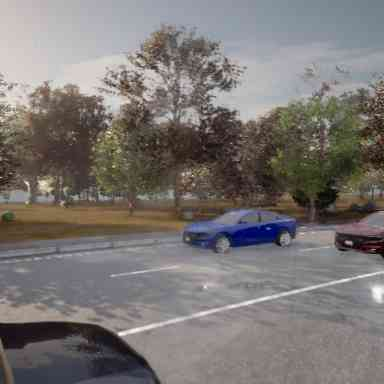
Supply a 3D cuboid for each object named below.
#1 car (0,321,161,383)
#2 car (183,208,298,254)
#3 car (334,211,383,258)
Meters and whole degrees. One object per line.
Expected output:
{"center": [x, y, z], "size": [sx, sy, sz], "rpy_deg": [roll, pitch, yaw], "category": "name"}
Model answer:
{"center": [-2.169, 1.553, 2.043], "size": [4.181, 1.385, 1.994], "rpy_deg": [0, 0, -36], "category": "car"}
{"center": [2.005, 1.437, 13.348], "size": [5.008, 1.535, 1.882], "rpy_deg": [0, 0, -30], "category": "car"}
{"center": [7.524, 1.452, 12.467], "size": [5.008, 1.535, 1.882], "rpy_deg": [0, 0, -28], "category": "car"}
